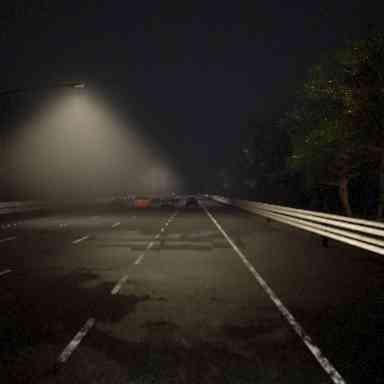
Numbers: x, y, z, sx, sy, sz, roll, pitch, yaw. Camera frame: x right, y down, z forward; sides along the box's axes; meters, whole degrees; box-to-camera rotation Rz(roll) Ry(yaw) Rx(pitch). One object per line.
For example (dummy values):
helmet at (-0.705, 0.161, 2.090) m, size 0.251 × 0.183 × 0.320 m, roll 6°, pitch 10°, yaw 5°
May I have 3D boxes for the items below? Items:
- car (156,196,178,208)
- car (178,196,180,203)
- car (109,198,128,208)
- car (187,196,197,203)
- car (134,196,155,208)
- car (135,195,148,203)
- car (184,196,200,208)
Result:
car at (-3.511, 1.567, 47.238) m, size 2.033 × 1.411 × 5.357 m, roll 0°, pitch 0°, yaw 0°
car at (-3.505, 1.559, 69.914) m, size 2.128 × 1.511 × 4.902 m, roll 0°, pitch 0°, yaw 0°
car at (-10.511, 1.546, 47.789) m, size 1.812 × 1.442 × 4.674 m, roll 0°, pitch 0°, yaw 0°
car at (-0.004, 1.574, 69.993) m, size 2.033 × 1.411 × 5.357 m, roll 0°, pitch 0°, yaw 0°
car at (-7.010, 1.371, 47.738) m, size 2.097 × 1.767 × 4.553 m, roll 0°, pitch 0°, yaw 0°
car at (-10.506, 1.511, 69.280) m, size 1.882 × 1.535 × 5.008 m, roll 0°, pitch 0°, yaw 0°
car at (-0.009, 1.527, 47.523) m, size 1.837 × 1.490 × 4.892 m, roll 0°, pitch 0°, yaw 0°
